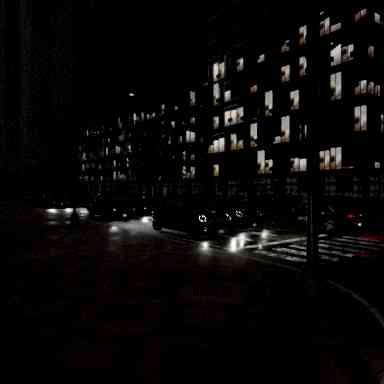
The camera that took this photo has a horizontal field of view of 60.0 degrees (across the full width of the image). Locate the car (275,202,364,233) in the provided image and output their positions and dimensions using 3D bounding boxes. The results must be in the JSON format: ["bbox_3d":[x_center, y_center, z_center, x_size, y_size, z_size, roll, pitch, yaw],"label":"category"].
[{"bbox_3d":[6.884,1.318,18.501,1.837,1.490,4.892,0,1,-38],"label":"car"}]

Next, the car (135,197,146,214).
[{"bbox_3d":[-4.617,1.107,27.486,2.033,1.411,5.357,0,1,-38],"label":"car"}]

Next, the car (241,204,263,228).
[{"bbox_3d":[1.911,1.104,19.227,2.097,1.767,4.553,0,1,-38],"label":"car"}]

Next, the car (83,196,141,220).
[{"bbox_3d":[-5.808,1.204,23.751,1.895,1.301,4.718,0,1,-38],"label":"car"}]

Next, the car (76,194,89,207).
[{"bbox_3d":[-12.289,0.933,37.244,1.895,1.301,4.718,0,1,-38],"label":"car"}]

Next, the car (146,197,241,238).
[{"bbox_3d":[-0.075,1.124,16.497,2.097,1.767,4.553,0,1,-38],"label":"car"}]

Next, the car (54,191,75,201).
[{"bbox_3d":[-20.403,0.605,53.131,1.895,1.301,4.718,0,1,-38],"label":"car"}]

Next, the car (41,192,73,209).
[{"bbox_3d":[-14.213,0.857,34.433,1.837,1.490,4.892,0,2,-38],"label":"car"}]
